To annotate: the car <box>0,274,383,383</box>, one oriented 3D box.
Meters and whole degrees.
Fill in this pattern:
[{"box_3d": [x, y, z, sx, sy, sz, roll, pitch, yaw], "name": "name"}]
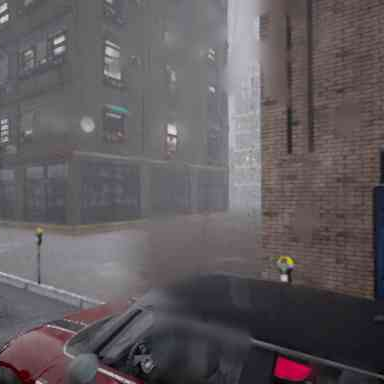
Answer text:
[{"box_3d": [0.093, 1.438, 2.668, 4.097, 1.590, 1.967, 0, -1, 36], "name": "car"}]
